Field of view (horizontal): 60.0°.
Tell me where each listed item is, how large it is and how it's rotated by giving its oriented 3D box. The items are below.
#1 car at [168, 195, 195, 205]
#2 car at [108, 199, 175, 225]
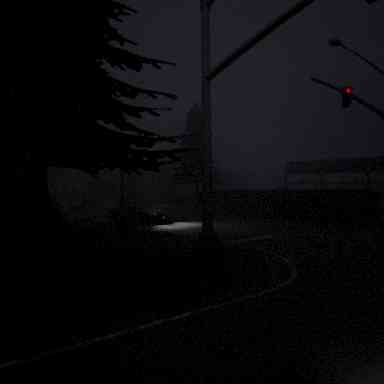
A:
[{"bbox_3d":[-1.923,1.153,48.328,5.357,1.411,2.033,-1,1,-43],"label":"car"},{"bbox_3d":[-3.712,1.373,22.689,4.674,1.442,1.812,0,0,35],"label":"car"}]
